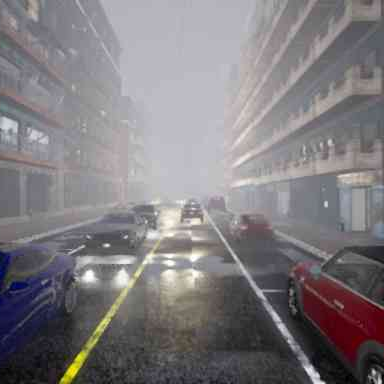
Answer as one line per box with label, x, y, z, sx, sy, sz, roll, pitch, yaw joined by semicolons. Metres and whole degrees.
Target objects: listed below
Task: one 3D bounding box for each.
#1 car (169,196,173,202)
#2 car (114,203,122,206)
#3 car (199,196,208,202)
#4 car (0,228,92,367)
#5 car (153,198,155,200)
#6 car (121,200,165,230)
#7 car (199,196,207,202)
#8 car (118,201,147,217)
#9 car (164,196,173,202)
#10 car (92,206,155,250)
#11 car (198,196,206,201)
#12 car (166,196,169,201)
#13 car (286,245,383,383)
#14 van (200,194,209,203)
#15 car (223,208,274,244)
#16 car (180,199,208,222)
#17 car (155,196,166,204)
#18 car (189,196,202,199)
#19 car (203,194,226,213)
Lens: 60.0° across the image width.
car;-5.703;1.635;76.420;2.008;1.369;4.403;1;0;0
car;-5.690;1.550;26.540;1.752;1.417;4.829;1;0;0
car;2.678;1.629;76.409;1.887;1.381;4.507;1;0;0
car;-3.093;1.530;4.760;1.812;1.442;4.674;0;0;0
car;-5.693;1.581;37.756;1.887;1.381;4.507;1;0;0
car;-3.006;1.526;21.320;1.837;1.490;4.892;0;0;0
car;2.676;1.637;81.933;1.887;1.381;4.507;0;0;0
car;-5.692;1.582;32.233;2.008;1.369;4.403;1;0;0
car;-5.705;1.642;81.944;2.008;1.369;4.403;1;0;0
car;-3.098;1.561;14.766;2.033;1.411;5.357;0;0;0
car;2.674;1.666;87.456;1.947;1.339;4.313;0;0;0
car;-5.699;1.613;59.850;2.008;1.369;4.403;1;0;0
car;2.698;1.445;4.604;1.967;1.590;4.097;1;0;0
van;2.681;1.418;70.886;1.690;1.788;3.998;1;0;0
car;2.694;1.597;15.651;1.802;1.307;4.206;1;0;0
car;0.015;1.573;26.906;2.033;1.411;5.357;0;0;0
car;-5.697;1.580;54.156;1.752;1.417;4.829;1;0;0
car;0.068;1.572;46.387;1.812;1.442;4.674;0;0;0
car;2.690;1.352;37.746;2.192;1.841;5.009;1;0;0
